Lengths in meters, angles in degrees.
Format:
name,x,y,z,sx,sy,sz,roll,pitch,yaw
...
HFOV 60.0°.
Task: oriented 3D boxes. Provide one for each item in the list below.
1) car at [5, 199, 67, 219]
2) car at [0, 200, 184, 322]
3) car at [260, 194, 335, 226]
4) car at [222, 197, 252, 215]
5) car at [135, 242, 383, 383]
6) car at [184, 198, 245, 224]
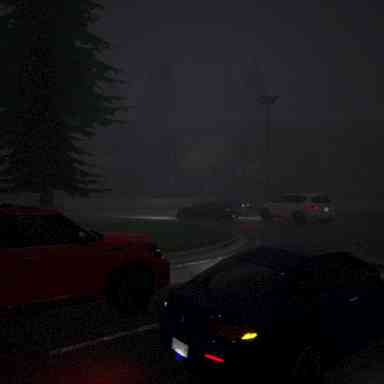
name,x,y,z,sx,sy,sz,roll,pitch,yaw
car,-14.107,1.463,30.062,4.902,1.511,2.128,0,0,-30
car,-3.110,1.220,5.853,5.566,2.045,2.150,-1,0,-36
car,7.000,1.125,22.736,2.150,2.045,5.566,1,0,-26
car,3.175,1.248,30.815,4.553,1.767,2.097,0,0,32
car,1.710,1.504,4.995,4.674,1.442,1.812,0,0,-37
car,0.981,1.416,24.155,4.902,1.511,2.128,0,0,41
